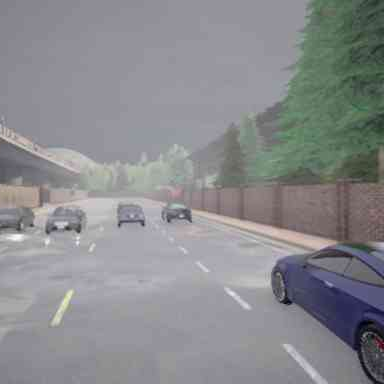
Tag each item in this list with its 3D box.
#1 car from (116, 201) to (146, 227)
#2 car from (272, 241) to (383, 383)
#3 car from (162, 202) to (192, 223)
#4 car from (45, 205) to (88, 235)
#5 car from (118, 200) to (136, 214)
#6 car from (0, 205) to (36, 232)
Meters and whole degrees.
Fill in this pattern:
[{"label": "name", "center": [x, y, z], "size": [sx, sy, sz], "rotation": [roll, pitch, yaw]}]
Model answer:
[{"label": "car", "center": [-4.313, 1.578, 23.379], "size": [2.033, 1.411, 5.357], "rotation": [-1, 0, -13]}, {"label": "car", "center": [2.807, 1.489, 5.178], "size": [1.812, 1.442, 4.674], "rotation": [-1, 0, -7]}, {"label": "car", "center": [-1.213, 1.519, 25.562], "size": [1.812, 1.442, 4.674], "rotation": [-1, 0, -12]}, {"label": "car", "center": [-7.263, 1.559, 19.544], "size": [2.128, 1.511, 4.902], "rotation": [-1, 0, -12]}, {"label": "car", "center": [-7.448, 1.656, 37.792], "size": [1.895, 1.301, 4.718], "rotation": [-1, 0, -12]}, {"label": "car", "center": [-11.087, 1.615, 20.656], "size": [1.837, 1.490, 4.892], "rotation": [-1, 0, -12]}]
